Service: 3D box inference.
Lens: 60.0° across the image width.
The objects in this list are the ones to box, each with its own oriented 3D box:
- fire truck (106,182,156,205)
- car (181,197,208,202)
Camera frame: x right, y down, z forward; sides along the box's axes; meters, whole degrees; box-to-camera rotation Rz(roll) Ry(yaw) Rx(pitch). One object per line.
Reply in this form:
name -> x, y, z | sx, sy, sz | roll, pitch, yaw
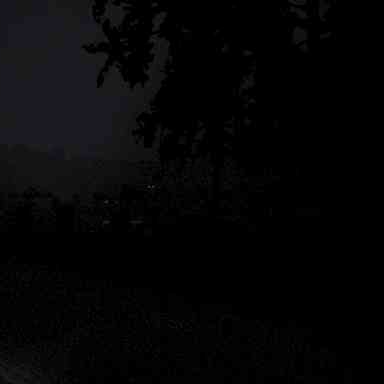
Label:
fire truck -> -9.464, 0.354, 52.537 | 2.891, 3.827, 8.468 | 0, 0, 35
car -> 0.254, 1.557, 57.885 | 5.357, 1.411, 2.033 | 0, 0, 2
